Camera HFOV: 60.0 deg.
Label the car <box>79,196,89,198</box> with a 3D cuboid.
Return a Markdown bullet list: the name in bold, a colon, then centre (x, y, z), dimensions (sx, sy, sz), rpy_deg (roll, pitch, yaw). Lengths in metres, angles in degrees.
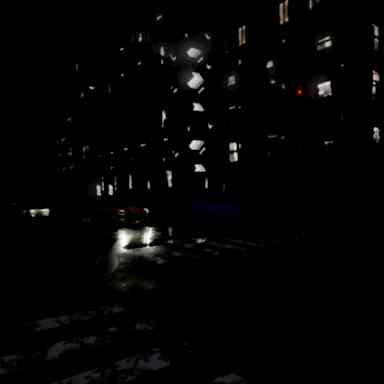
- **car**: centre (-11.865, 1.142, 40.742), dimensions (1.887, 1.381, 4.507), rpy_deg (-2, 1, -36)

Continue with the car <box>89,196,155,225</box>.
- **car**: centre (-4.433, 1.130, 20.779), dimensions (2.097, 1.767, 4.553), rpy_deg (-2, 1, -36)

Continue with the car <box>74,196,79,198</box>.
- **car**: centre (-15.186, 1.142, 45.326), dimensions (1.887, 1.381, 4.507), rpy_deg (-2, 1, -36)

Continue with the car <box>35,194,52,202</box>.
- **car**: centre (-28.475, 1.154, 63.669), dimensions (2.008, 1.369, 4.403), rpy_deg (-2, 1, -36)

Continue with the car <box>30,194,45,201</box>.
- **car**: centre (-31.797, 1.155, 68.254), dimensions (2.008, 1.369, 4.403), rpy_deg (-2, 1, -36)

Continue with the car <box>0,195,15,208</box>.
- **car**: centre (-25.303, 1.436, 45.015), dimensions (1.802, 1.307, 4.206), rpy_deg (-2, 1, -36)

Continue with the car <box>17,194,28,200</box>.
- **car**: centre (-41.762, 1.196, 82.010), dimensions (1.802, 1.307, 4.206), rpy_deg (-2, 1, -36)

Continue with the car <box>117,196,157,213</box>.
- **car**: centre (-5.322, 1.126, 31.710), dimensions (1.752, 1.417, 4.829), rpy_deg (-2, 1, -36)

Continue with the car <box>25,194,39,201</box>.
- **car**: centre (-35.119, 1.151, 72.840), dimensions (1.887, 1.381, 4.507), rpy_deg (-2, 1, -36)

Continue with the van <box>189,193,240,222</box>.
- **van**: centre (1.418, 0.955, 22.400), dimensions (1.690, 1.788, 3.998), rpy_deg (-2, 1, -36)

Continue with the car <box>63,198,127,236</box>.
- **car**: centre (-5.374, 1.309, 17.503), dimensions (1.967, 1.590, 4.097), rpy_deg (-2, 1, -36)

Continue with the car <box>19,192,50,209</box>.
- **car**: centre (-19.748, 0.996, 41.911), dimensions (2.150, 2.045, 5.566), rpy_deg (-2, 1, -36)
